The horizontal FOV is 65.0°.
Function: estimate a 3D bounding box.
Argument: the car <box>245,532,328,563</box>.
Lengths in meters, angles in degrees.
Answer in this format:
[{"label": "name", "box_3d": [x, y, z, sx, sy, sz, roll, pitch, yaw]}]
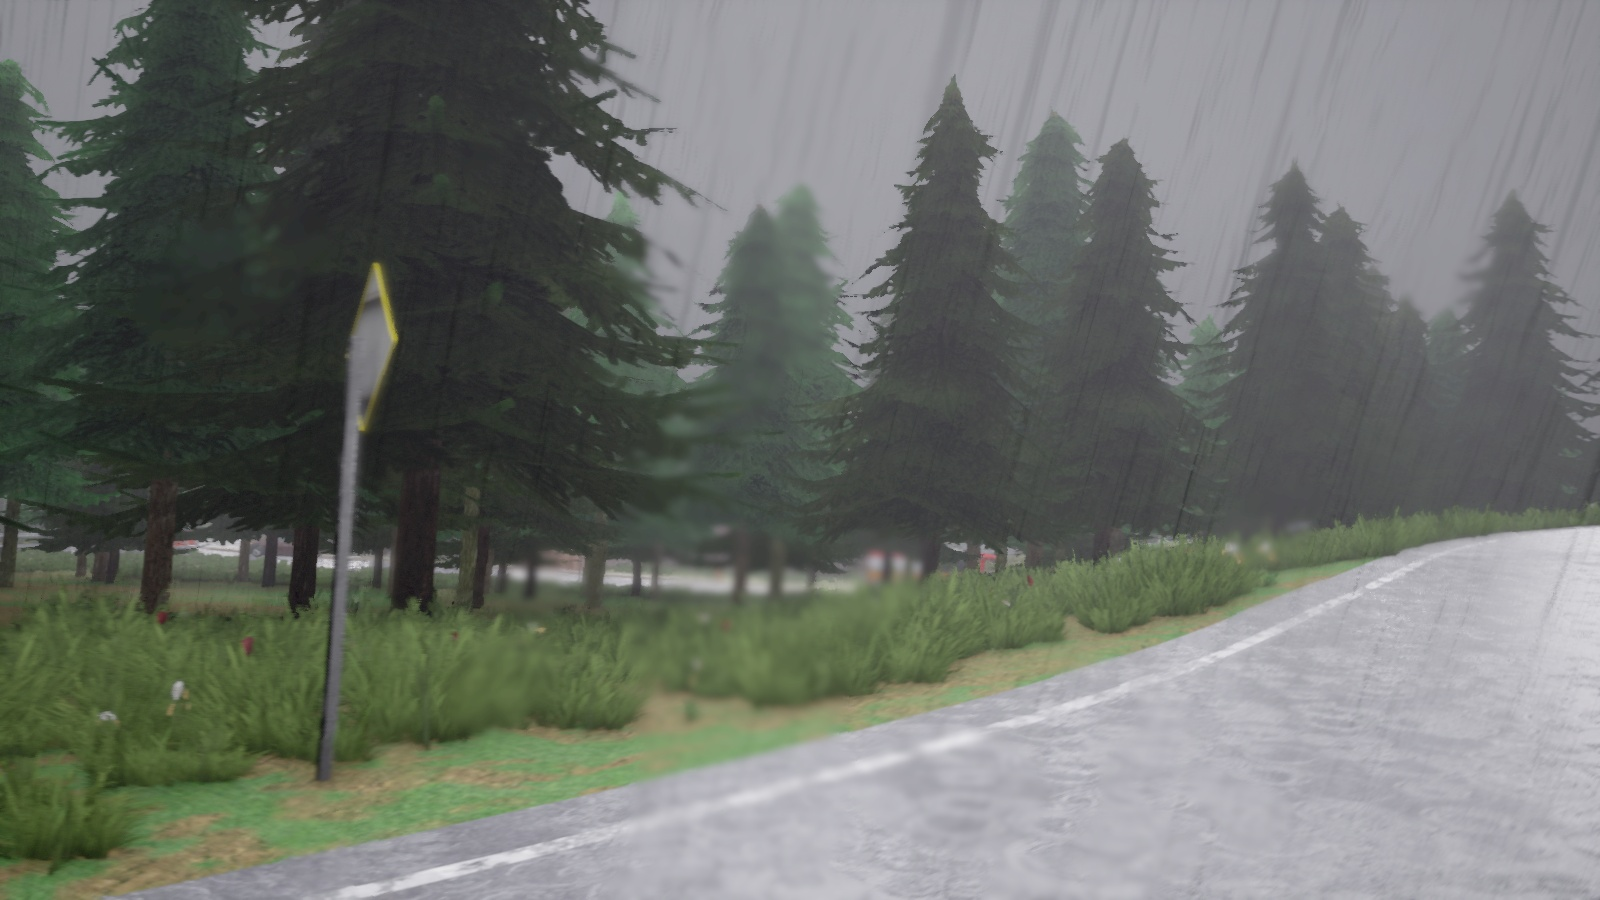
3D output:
[{"label": "car", "box_3d": [-34.455, 6.552, 84.329, 4.553, 1.767, 2.097, 3, -3, 8]}]

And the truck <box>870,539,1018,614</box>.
[{"label": "truck", "box_3d": [8.608, 7.478, 75.098, 8.468, 3.827, 2.891, 3, -3, 8]}]

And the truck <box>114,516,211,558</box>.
[{"label": "truck", "box_3d": [-42.100, 5.726, 82.960, 5.204, 2.467, 2.627, 2, -4, 17]}]
